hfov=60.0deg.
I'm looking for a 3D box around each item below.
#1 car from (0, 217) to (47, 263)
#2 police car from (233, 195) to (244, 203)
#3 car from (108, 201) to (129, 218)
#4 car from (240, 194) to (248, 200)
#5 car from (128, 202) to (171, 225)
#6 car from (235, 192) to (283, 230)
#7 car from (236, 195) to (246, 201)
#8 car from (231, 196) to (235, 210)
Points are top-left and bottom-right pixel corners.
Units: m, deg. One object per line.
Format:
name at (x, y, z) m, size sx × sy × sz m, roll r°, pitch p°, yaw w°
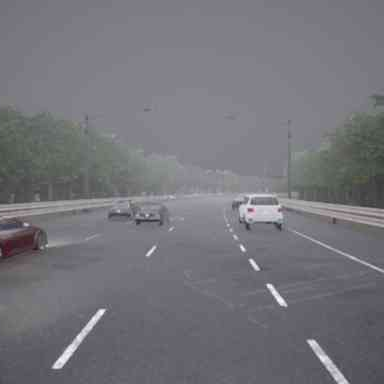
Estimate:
car at (-6.677, 1.534, 11.289) m, size 1.994 × 1.385 × 4.181 m, roll 0°, pitch 0°, yaw 2°
police car at (9.758, 1.372, 69.597) m, size 2.038 × 1.542 × 4.974 m, roll 0°, pitch 0°, yaw 10°
car at (-5.775, 1.502, 28.835) m, size 1.994 × 1.385 × 4.181 m, roll 0°, pitch 0°, yaw 4°
car at (14.068, 1.358, 90.505) m, size 1.812 × 1.442 × 4.674 m, roll 0°, pitch 0°, yaw 13°
car at (-2.656, 1.498, 23.310) m, size 2.033 × 1.411 × 5.357 m, roll 0°, pitch 0°, yaw 3°
car at (4.239, 1.181, 21.186) m, size 2.150 × 2.045 × 5.566 m, roll 0°, pitch 0°, yaw 3°
car at (11.775, 1.395, 80.080) m, size 2.033 × 1.411 × 5.357 m, roll 0°, pitch 0°, yaw 12°
car at (5.905, 1.397, 41.605) m, size 1.882 × 1.535 × 5.008 m, roll 0°, pitch 0°, yaw 6°
